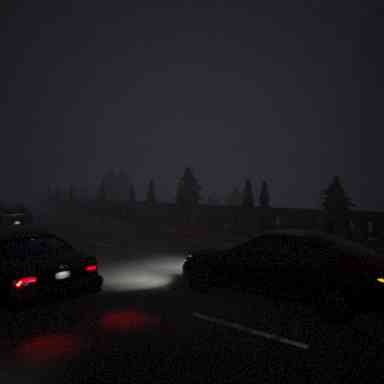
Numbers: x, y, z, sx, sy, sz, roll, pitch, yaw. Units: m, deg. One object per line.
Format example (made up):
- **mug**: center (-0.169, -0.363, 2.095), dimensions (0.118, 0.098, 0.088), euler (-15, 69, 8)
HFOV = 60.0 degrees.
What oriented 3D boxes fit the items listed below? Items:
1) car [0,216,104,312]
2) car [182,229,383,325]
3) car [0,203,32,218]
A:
- **car**: center (-4.178, 1.511, 7.573), dimensions (5.357, 1.411, 2.033), euler (0, 0, 41)
- **car**: center (1.941, 1.529, 7.123), dimensions (4.674, 1.442, 1.812), euler (0, 0, 38)
- **car**: center (-10.768, 1.395, 19.312), dimensions (2.128, 1.511, 4.902), euler (0, 0, -41)
